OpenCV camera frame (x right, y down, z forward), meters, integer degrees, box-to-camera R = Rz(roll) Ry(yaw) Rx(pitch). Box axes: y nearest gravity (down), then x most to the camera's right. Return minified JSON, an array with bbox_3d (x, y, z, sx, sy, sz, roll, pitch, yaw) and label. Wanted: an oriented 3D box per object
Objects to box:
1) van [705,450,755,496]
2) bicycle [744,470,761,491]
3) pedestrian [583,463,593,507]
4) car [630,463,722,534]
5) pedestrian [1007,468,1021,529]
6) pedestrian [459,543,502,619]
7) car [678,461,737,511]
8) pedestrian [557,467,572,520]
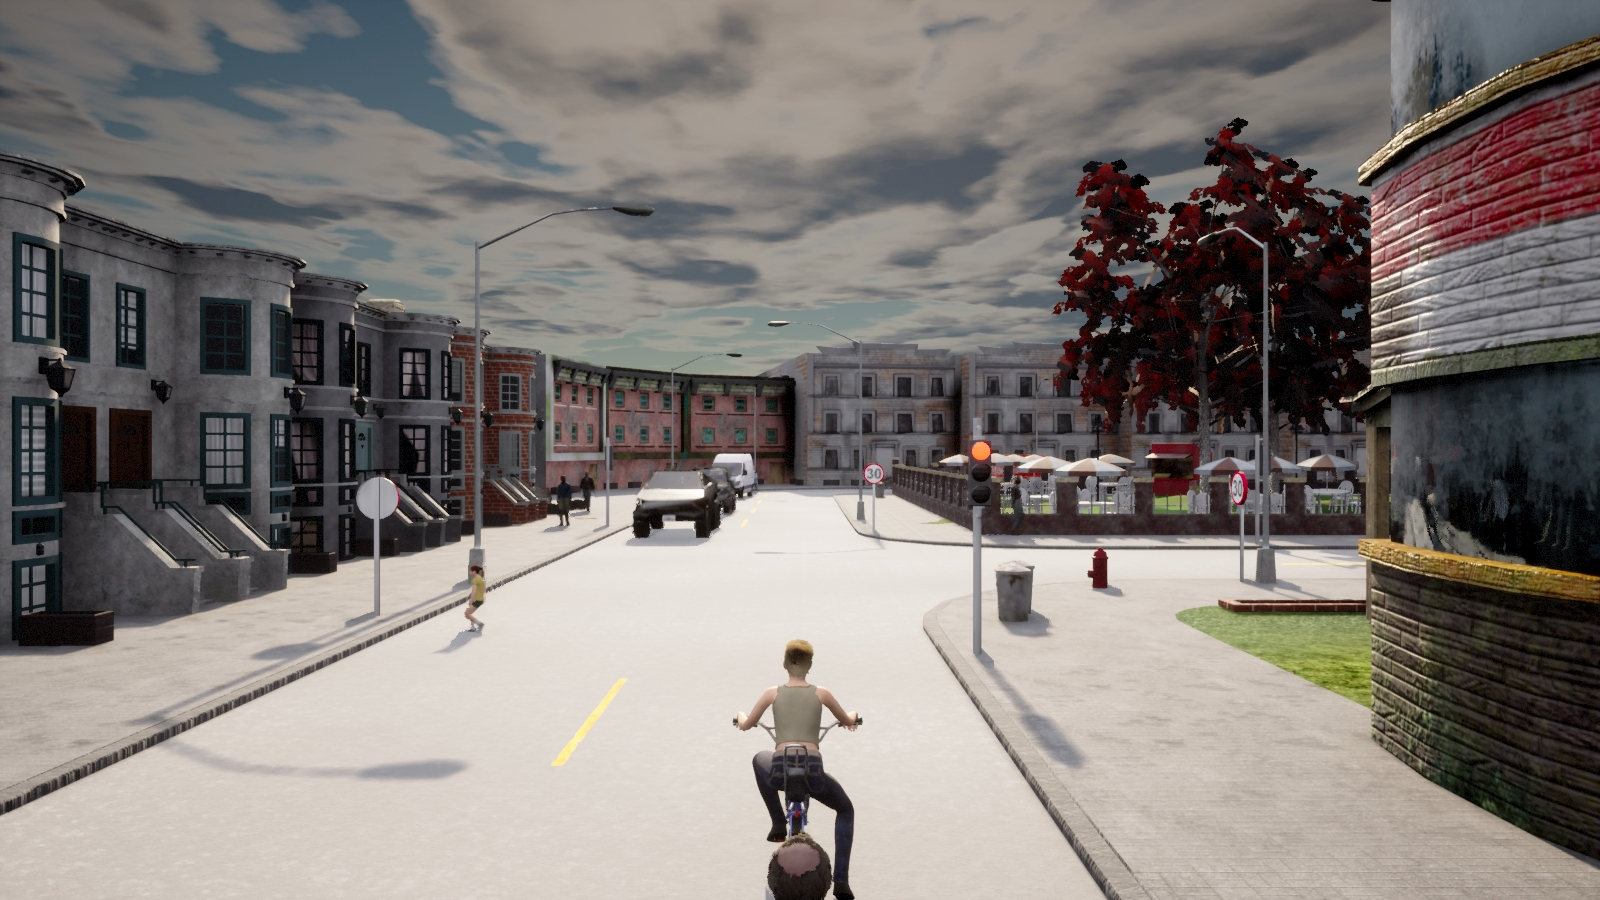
[{"bbox_3d":[-4.016,1.289,66.883,1.988,2.561,5.915,0,0,6],"label":"van"},{"bbox_3d":[-3.016,1.909,72.659,0.373,1.296,1.643,0,0,23],"label":"bicycle"},{"bbox_3d":[-9.012,1.506,48.614,0.375,1.860,0.375,0,0,-4],"label":"pedestrian"},{"bbox_3d":[-4.009,1.518,38.057,2.390,2.098,6.274,0,0,0],"label":"car"},{"bbox_3d":[6.615,1.502,35.284,0.375,1.860,0.375,0,0,2],"label":"pedestrian"},{"bbox_3d":[-4.889,2.001,17.479,0.500,1.100,0.500,0,0,3],"label":"pedestrian"},{"bbox_3d":[-4.035,1.540,50.657,2.150,2.045,5.566,0,0,0],"label":"car"},{"bbox_3d":[-8.198,1.508,39.809,0.375,1.860,0.375,0,0,14],"label":"pedestrian"}]
